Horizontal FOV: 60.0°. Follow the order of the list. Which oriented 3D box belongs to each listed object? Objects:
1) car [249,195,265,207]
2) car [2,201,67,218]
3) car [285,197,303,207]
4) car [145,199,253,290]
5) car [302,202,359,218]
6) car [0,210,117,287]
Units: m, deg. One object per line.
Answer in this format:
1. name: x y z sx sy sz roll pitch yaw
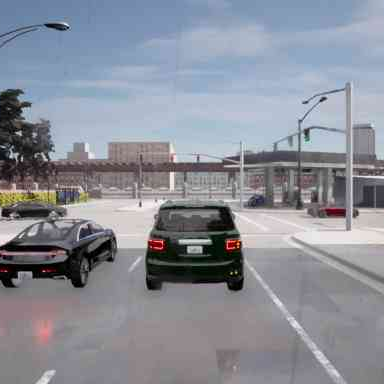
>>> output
1. car: 9.654 1.295 49.373 2.242 1.667 4.611 0 0 0
2. car: -12.806 1.505 27.299 4.892 1.490 1.837 0 1 -14
3. car: 15.398 1.456 50.142 1.970 1.475 3.806 0 0 0
4. car: 0.074 1.221 9.190 2.150 2.045 5.566 0 0 0
5. car: 12.357 1.564 29.245 4.181 1.385 1.994 0 0 -1
6. car: -3.430 1.492 9.274 2.128 1.511 4.902 0 0 0
